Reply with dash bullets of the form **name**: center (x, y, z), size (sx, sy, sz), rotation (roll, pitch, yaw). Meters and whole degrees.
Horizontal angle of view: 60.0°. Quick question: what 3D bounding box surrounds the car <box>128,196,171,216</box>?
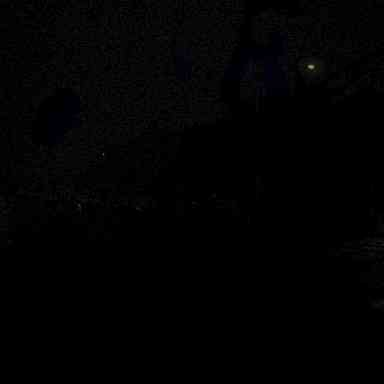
- **car**: center (-4.124, 1.214, 31.292), size (1.882, 1.535, 5.008), rotation (-2, 2, -35)

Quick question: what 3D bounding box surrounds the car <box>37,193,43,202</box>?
- **car**: center (-23.207, 0.998, 53.794), size (1.752, 1.417, 4.829), rotation (-1, 1, -35)

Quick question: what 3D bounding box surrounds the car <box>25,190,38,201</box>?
- **car**: center (-29.562, 0.802, 62.741), size (1.967, 1.590, 4.097), rotation (-1, 1, -35)

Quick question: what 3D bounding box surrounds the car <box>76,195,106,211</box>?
- **car**: center (-10.793, 1.286, 36.316), size (1.802, 1.307, 4.206), rotation (-1, 1, -35)

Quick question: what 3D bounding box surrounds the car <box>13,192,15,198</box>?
- **car**: center (-38.946, 0.524, 75.952), size (2.192, 1.841, 5.009), rotation (-1, 1, -35)

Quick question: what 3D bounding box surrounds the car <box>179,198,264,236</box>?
- **car**: center (1.718, 1.273, 18.695), size (2.192, 1.841, 5.009), rotation (-1, 1, -35)

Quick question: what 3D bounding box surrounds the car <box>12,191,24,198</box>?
- **car**: center (-42.073, 0.601, 80.358), size (1.967, 1.590, 4.097), rotation (-1, 1, -35)

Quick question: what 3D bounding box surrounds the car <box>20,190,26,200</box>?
- **car**: center (-32.689, 0.749, 67.145), size (1.967, 1.590, 4.097), rotation (-1, 1, -35)

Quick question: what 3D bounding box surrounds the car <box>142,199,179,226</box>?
- **car**: center (-1.409, 1.459, 23.103), size (1.947, 1.339, 4.313), rotation (-1, 1, -35)

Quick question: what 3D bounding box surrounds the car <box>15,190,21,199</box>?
- **car**: center (-35.818, 0.573, 71.547), size (2.192, 1.841, 5.009), rotation (-1, 1, -35)

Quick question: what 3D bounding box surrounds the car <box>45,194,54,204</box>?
- **car**: center (-20.079, 1.055, 49.390), size (1.752, 1.417, 4.829), rotation (-1, 1, -35)

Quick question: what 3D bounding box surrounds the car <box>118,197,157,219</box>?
- **car**: center (-4.537, 1.269, 27.505), size (1.967, 1.590, 4.097), rotation (-1, 1, -35)

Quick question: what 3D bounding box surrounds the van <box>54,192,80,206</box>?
- **van**: center (-17.050, 0.926, 45.121), size (1.690, 1.788, 3.998), rotation (-1, 1, -35)
